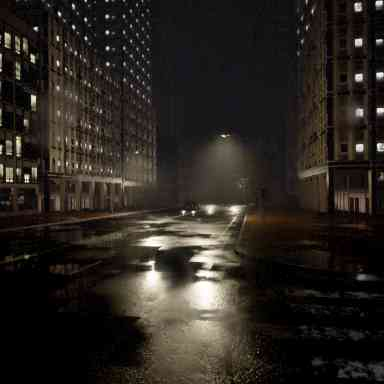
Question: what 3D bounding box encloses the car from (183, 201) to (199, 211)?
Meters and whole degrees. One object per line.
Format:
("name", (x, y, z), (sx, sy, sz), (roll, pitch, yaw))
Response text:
("car", (-0.136, 2.204, 54.493), (1.882, 1.535, 5.008), (-1, -1, 10))
